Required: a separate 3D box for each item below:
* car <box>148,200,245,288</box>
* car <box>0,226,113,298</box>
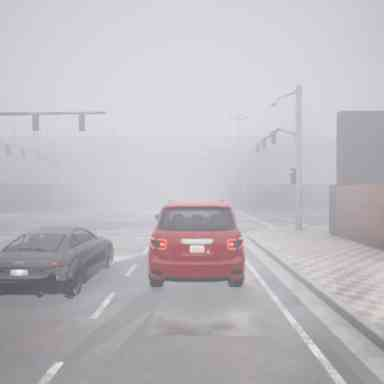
[{"bbox_3d":[0.101,1.221,9.335,2.150,2.045,5.566,0,0,0],"label":"car"},{"bbox_3d":[-3.402,1.562,8.588,1.994,1.385,4.181,0,0,0],"label":"car"}]
